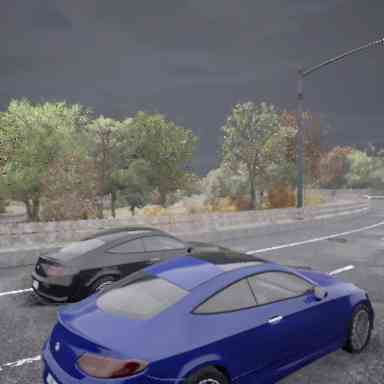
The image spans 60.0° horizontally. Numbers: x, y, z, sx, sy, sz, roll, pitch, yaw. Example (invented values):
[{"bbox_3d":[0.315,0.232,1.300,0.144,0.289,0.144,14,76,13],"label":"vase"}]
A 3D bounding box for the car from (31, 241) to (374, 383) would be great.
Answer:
[{"bbox_3d":[0.574,1.531,4.392,4.674,1.442,1.812,0,0,-37],"label":"car"}]

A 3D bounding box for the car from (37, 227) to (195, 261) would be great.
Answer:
[{"bbox_3d":[-1.063,1.528,7.547,4.674,1.442,1.812,0,0,-38],"label":"car"}]
